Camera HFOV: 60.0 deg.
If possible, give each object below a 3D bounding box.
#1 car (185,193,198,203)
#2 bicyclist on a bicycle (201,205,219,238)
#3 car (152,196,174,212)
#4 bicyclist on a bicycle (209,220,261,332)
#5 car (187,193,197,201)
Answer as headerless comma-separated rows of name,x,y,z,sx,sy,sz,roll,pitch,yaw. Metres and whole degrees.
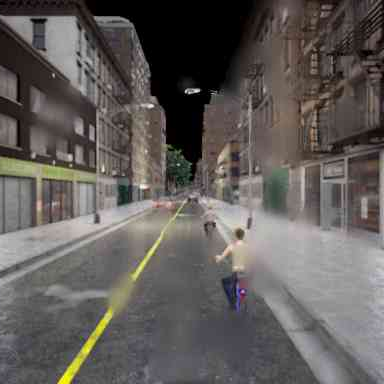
car,0.093,1.321,61.758,1.812,1.442,4.674,0,0,0
bicyclist on a bicycle,0.802,1.391,14.777,0.866,1.612,1.509,0,0,0
car,-3.098,1.240,36.264,2.097,1.767,4.553,0,0,0
bicyclist on a bicycle,0.807,1.419,5.795,0.866,1.612,1.509,0,0,0
car,-0.008,1.097,76.308,2.097,1.767,4.553,0,0,0
